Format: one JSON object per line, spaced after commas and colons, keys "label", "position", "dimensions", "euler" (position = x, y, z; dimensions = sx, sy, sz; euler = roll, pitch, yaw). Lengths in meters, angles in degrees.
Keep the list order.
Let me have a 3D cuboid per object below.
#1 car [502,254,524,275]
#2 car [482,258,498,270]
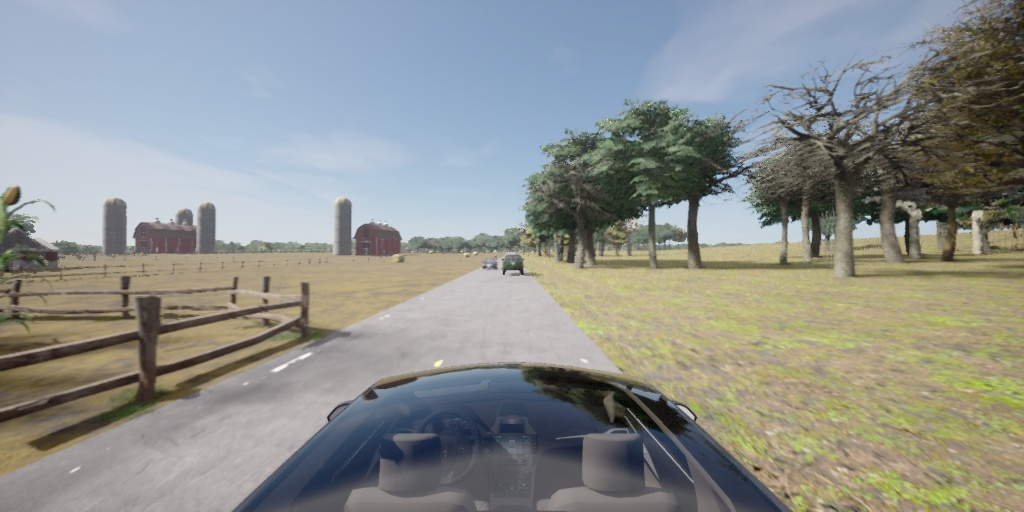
{"label": "car", "position": [0.106, 0.832, 37.759], "dimensions": [2.150, 2.045, 5.566], "euler": [0, 0, 0]}
{"label": "car", "position": [-2.825, 1.043, 46.705], "dimensions": [2.128, 1.511, 4.902], "euler": [0, 0, 0]}
